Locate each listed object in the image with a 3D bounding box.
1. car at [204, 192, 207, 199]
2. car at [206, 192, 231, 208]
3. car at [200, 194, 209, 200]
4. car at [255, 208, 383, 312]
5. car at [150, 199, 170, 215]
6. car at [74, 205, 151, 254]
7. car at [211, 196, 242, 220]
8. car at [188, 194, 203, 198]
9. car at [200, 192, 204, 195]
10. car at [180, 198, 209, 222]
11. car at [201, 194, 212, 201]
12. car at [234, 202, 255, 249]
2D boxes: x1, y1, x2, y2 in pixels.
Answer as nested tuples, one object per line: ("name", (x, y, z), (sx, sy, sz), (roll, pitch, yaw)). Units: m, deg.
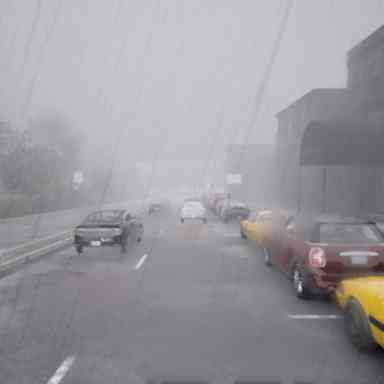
("car", (3.215, 1.239, 47.344), (2.185, 1.767, 4.553), (0, 0, 0))
("car", (3.220, 1.140, 36.353), (2.435, 2.045, 5.566), (0, 0, 0))
("car", (3.202, 1.301, 85.957), (2.163, 1.488, 4.792), (0, 0, 0))
("car", (3.230, 1.333, 8.542), (2.185, 1.767, 4.553), (0, 0, 0))
("car", (-3.168, 1.446, 32.721), (1.812, 1.442, 4.674), (0, 0, 0))
("car", (-3.149, 1.459, 13.322), (2.128, 1.511, 4.902), (0, 0, 0))
("car", (3.223, 1.406, 30.670), (2.231, 1.521, 4.892), (0, 0, 0))
("car", (0.092, 1.402, 41.722), (1.837, 1.490, 4.892), (0, 0, 0))
("car", (3.205, 1.060, 69.378), (2.435, 2.045, 5.566), (0, 0, 0))
("car", (0.099, 1.464, 25.504), (1.812, 1.442, 4.674), (0, 0, 0))
("car", (3.203, 1.299, 74.869), (2.231, 1.521, 4.892), (0, 0, 0))
("car", (3.230, 1.442, 14.286), (1.946, 1.575, 5.366), (0, 0, 0))
